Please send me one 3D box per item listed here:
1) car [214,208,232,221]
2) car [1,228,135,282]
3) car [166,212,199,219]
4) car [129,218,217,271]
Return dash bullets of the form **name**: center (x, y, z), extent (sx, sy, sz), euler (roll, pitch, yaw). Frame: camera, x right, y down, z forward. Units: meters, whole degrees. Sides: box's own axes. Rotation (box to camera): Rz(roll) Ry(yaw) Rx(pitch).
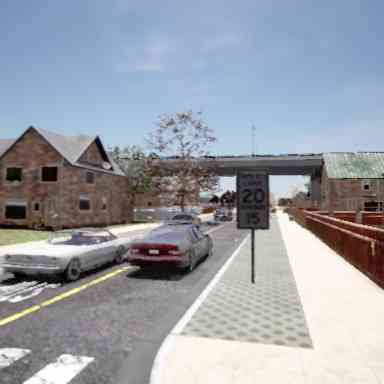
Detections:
- **car**: center (4.101, 2.898, 43.160), extent (2.128, 1.511, 4.902), euler (0, -2, 14)
- **car**: center (-3.808, 1.908, 10.999), extent (1.895, 1.301, 4.718), euler (0, -2, 14)
- **car**: center (-0.658, 2.230, 23.935), extent (1.882, 1.535, 5.008), euler (0, -2, 14)
- **car**: center (-0.549, 1.917, 12.345), extent (2.033, 1.411, 5.357), euler (0, -2, 14)
